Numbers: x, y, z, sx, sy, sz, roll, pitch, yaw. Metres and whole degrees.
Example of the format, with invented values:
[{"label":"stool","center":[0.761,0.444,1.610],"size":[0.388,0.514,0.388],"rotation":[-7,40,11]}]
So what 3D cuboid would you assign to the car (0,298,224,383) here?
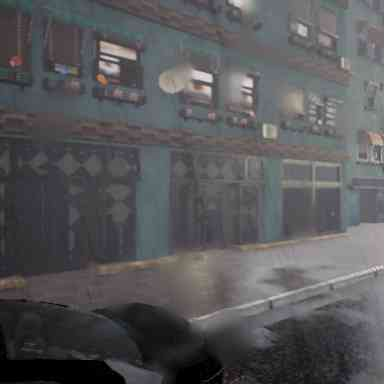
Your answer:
[{"label":"car","center":[-2.057,1.484,1.596],"size":[5.008,1.535,1.882],"rotation":[0,0,-35]}]
